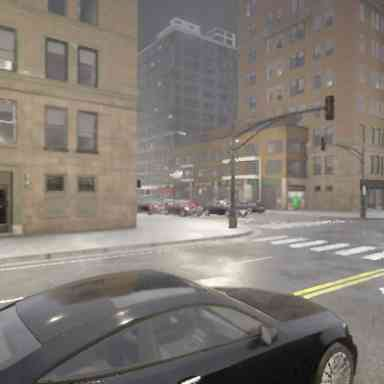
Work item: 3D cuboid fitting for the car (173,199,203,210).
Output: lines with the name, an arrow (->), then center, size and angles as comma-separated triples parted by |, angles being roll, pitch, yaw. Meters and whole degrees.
car -> -0.585, 1.613, 43.857 | 1.802, 1.307, 4.206 | 0, 0, -35

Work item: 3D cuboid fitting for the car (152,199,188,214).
car -> -2.489, 1.531, 37.035 | 1.812, 1.442, 4.674 | 0, 0, -35

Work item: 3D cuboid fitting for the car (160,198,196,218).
car -> -0.789, 1.435, 30.225 | 1.967, 1.590, 4.097 | 0, 0, -35

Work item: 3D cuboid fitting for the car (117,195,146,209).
car -> -8.307, 1.357, 45.312 | 2.097, 1.767, 4.553 | 0, 0, -35

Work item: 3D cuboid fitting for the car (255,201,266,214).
car -> 5.769, 1.599, 34.850 | 1.947, 1.339, 4.313 | 0, 0, -35

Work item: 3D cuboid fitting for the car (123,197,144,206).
car -> -10.114, 1.586, 57.366 | 2.008, 1.369, 4.403 | 0, 0, -35

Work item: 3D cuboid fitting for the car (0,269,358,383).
car -> -0.311, 1.526, 3.222 | 4.674, 1.442, 1.812 | 0, 0, -35

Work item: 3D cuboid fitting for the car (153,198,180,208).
car -> -3.762, 1.597, 48.360 | 1.947, 1.339, 4.313 | 0, 0, -35

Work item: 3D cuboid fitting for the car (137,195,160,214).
car -> -3.965, 1.434, 34.728 | 1.967, 1.590, 4.097 | 0, 0, -35

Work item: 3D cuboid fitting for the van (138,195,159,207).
van -> -6.937, 1.374, 52.863 | 1.690, 1.788, 3.998 | 0, 0, -35

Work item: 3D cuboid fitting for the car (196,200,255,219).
car -> 2.853, 1.500, 29.461 | 2.128, 1.511, 4.902 | 0, 0, -35
